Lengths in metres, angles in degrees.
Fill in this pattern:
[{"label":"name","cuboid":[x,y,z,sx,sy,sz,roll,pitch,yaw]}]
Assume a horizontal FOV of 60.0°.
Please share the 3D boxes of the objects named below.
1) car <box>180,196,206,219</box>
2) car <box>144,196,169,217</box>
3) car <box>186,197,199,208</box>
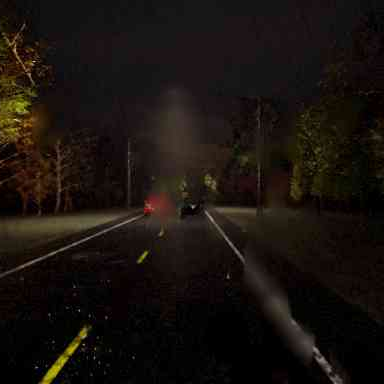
[{"label":"car","cuboid":[0.094,1.410,31.258,2.150,2.045,5.566,0,0,0]},{"label":"car","cuboid":[-3.588,1.427,34.373,2.150,2.045,5.566,0,0,0]},{"label":"car","cuboid":[0.089,1.672,53.571,2.097,1.767,4.553,0,0,0]}]
